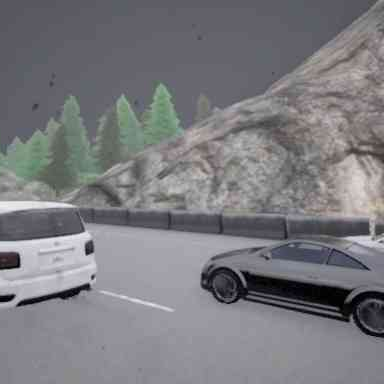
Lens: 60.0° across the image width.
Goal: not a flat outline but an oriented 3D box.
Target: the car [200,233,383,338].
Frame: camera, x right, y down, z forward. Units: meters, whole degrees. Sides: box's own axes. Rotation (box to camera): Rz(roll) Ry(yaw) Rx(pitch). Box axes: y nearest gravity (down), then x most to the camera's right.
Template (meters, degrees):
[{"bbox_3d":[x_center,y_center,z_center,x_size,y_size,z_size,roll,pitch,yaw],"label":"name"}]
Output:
[{"bbox_3d":[2.240,1.565,6.695,4.181,1.385,1.994,0,0,36],"label":"car"}]

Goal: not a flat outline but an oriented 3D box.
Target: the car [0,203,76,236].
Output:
[{"bbox_3d":[-8.954,1.461,19.030,4.892,1.490,1.837,0,0,36],"label":"car"}]

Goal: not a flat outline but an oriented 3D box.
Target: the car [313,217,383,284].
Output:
[{"bbox_3d":[5.736,1.535,8.495,4.674,1.442,1.812,0,0,36],"label":"car"}]

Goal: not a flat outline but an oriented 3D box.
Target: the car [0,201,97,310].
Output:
[{"bbox_3d":[-4.436,1.202,7.190,5.566,2.045,2.150,0,0,36],"label":"car"}]
